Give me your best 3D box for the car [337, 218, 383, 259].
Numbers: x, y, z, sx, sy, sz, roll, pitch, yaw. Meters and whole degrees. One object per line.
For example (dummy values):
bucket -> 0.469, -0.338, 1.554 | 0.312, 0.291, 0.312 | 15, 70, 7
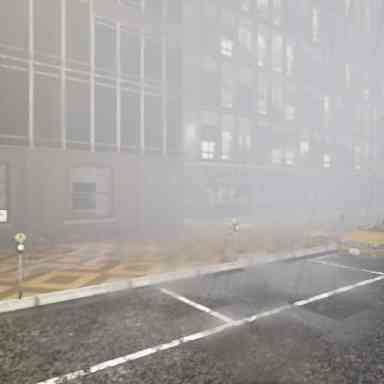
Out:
car -> 6.882, 1.467, 11.468 | 4.829, 1.417, 1.752 | 0, 0, -36
